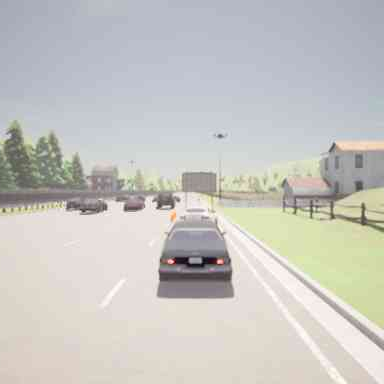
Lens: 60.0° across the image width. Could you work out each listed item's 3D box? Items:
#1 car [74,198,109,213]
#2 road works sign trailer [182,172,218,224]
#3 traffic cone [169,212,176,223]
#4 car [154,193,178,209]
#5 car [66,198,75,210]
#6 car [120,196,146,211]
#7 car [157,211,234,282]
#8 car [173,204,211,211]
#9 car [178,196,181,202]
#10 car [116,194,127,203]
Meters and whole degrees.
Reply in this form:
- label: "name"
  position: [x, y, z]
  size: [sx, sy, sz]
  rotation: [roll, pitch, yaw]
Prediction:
- label: "car"
  position: [-10.405, 1.482, 35.579]
  size: [2.033, 1.411, 5.357]
  rotation: [0, 0, 0]
- label: "road works sign trailer"
  position: [0.485, 0.423, 22.931]
  size: [2.380, 3.560, 2.880]
  rotation: [0, 0, -2]
- label: "traffic cone"
  position: [-1.492, 1.911, 24.072]
  size: [0.340, 0.580, 0.340]
  rotation: [0, 0, 0]
- label: "car"
  position: [-3.408, 1.138, 44.449]
  size: [2.150, 2.045, 5.566]
  rotation: [0, 0, 0]
- label: "car"
  position: [-13.906, 1.452, 40.829]
  size: [1.812, 1.442, 4.674]
  rotation: [0, 0, 0]
- label: "car"
  position: [-6.907, 1.490, 40.108]
  size: [1.994, 1.385, 4.181]
  rotation: [0, 0, 0]
- label: "car"
  position: [0.096, 1.530, 9.718]
  size: [2.033, 1.411, 5.357]
  rotation: [0, 0, 1]
- label: "car"
  position: [0.365, 1.507, 19.321]
  size: [1.812, 1.442, 4.674]
  rotation: [0, -1, 8]
- label: "car"
  position: [-3.412, 1.437, 69.465]
  size: [1.994, 1.385, 4.181]
  rotation: [0, 0, 0]
- label: "car"
  position: [-13.911, 1.231, 67.592]
  size: [2.097, 1.767, 4.553]
  rotation: [0, 0, 0]
